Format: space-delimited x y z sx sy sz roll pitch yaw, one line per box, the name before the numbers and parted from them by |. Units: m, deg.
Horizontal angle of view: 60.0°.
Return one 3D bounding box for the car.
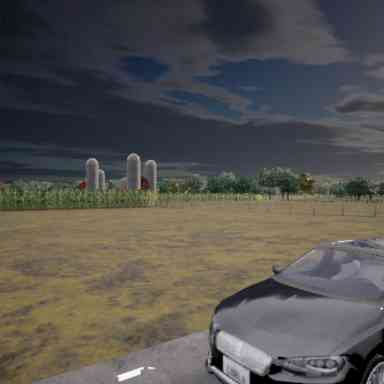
car | 2.424 1.496 4.677 4.902 1.511 2.128 0 0 -36
